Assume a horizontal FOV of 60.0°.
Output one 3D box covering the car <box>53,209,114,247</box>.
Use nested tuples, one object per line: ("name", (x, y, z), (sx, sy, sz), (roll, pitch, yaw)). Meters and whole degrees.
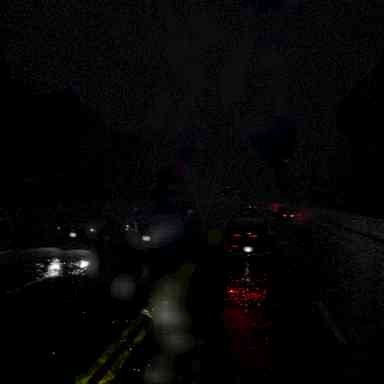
("car", (-4.194, 1.465, 14.621), (1.994, 1.385, 4.181), (2, 0, 10))

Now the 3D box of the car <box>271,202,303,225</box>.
("car", (8.233, 1.929, 28.452), (2.033, 1.411, 5.357), (2, 0, 9))

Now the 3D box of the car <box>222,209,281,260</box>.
("car", (2.262, 1.643, 13.240), (1.837, 1.490, 4.892), (2, 0, 10))

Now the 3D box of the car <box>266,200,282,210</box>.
("car", (10.853, 1.806, 43.358), (2.097, 1.767, 4.553), (2, 0, 10))

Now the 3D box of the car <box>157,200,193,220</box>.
("car", (-1.448, 1.571, 30.446), (2.033, 1.411, 5.357), (2, 0, 11))

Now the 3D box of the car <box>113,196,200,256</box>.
("car", (-1.032, 1.225, 13.787), (2.150, 2.045, 5.566), (2, 0, 10))

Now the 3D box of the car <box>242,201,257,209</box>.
("car", (7.421, 1.878, 42.633), (2.033, 1.411, 5.357), (2, 0, 9))
